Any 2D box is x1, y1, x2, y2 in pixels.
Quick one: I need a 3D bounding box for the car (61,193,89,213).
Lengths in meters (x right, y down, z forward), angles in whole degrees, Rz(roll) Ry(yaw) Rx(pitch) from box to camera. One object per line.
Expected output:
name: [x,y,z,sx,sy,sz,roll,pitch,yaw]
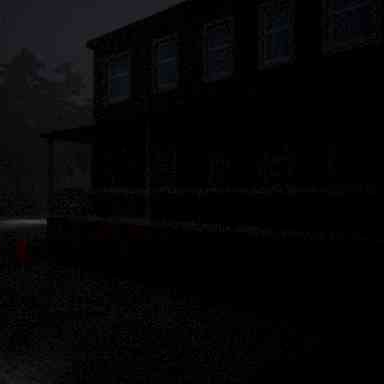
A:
car: [-8.945,1.145,29.404,2.150,2.045,5.566,0,0,35]
